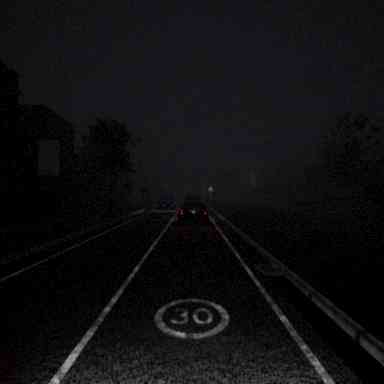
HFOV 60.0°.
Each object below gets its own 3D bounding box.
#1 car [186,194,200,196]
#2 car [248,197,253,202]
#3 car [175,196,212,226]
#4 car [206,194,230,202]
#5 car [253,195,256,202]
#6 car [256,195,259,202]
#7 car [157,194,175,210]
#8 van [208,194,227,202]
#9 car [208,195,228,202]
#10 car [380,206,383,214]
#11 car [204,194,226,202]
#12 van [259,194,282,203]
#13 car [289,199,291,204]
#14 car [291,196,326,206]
[{"bbox_3d":[0.092,1.258,41.274,2.150,2.045,5.566,0,-1,-1],"label":"car"},{"bbox_3d":[18.421,1.644,87.975,5.566,2.045,2.435,0,-2,-1],"label":"car"},{"bbox_3d":[0.098,1.375,24.026,2.097,1.767,4.553,0,0,0],"label":"car"},{"bbox_3d":[6.083,1.659,77.346,5.366,1.575,1.946,0,-1,0],"label":"car"},{"bbox_3d":[18.682,1.755,82.255,5.366,1.575,1.946,0,-1,0],"label":"car"},{"bbox_3d":[18.703,1.702,79.595,5.366,1.575,1.946,0,-1,0],"label":"car"},{"bbox_3d":[-3.342,1.264,43.765,2.150,2.045,5.566,0,0,0],"label":"car"},{"bbox_3d":[6.335,1.555,83.307,4.442,1.987,1.878,0,-1,0],"label":"van"},{"bbox_3d":[6.275,1.588,80.267,4.553,1.767,2.185,0,-1,0],"label":"car"},{"bbox_3d":[18.702,1.518,28.500,4.674,1.452,2.002,0,0,0],"label":"car"},{"bbox_3d":[6.190,1.684,89.497,5.566,2.045,2.435,0,-2,-1],"label":"car"},{"bbox_3d":[18.424,1.429,76.803,4.442,1.987,1.878,0,-1,0],"label":"van"},{"bbox_3d":[18.680,1.538,56.006,4.674,1.452,2.002,0,0,0],"label":"car"},{"bbox_3d":[18.750,1.369,52.836,4.553,1.767,2.185,0,0,0],"label":"car"}]
